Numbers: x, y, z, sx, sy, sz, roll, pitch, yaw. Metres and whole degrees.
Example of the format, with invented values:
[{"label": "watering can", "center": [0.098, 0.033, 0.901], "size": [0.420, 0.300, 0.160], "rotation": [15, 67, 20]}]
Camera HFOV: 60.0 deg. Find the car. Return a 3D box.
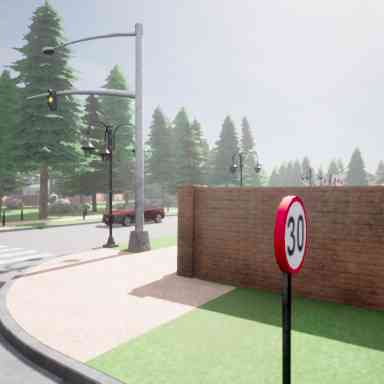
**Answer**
[{"label": "car", "center": [-3.956, 1.463, 23.097], "size": [1.882, 1.535, 5.008], "rotation": [0, 0, 34]}]
